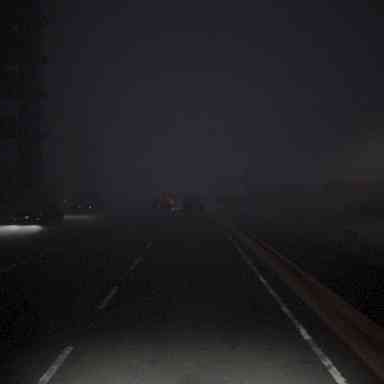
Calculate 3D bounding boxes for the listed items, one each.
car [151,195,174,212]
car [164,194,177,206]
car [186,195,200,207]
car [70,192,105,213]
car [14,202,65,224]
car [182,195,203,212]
[{"bbox_3d":[-3.314,1.342,35.970,1.994,1.385,4.181,0,0,0],"label":"car"},{"bbox_3d":[-3.358,1.057,47.680,2.097,1.767,4.553,0,0,1],"label":"car"},{"bbox_3d":[0.136,1.218,47.012,1.837,1.490,4.892,0,1,1],"label":"car"},{"bbox_3d":[-10.473,1.010,33.783,2.150,2.045,5.566,0,0,0],"label":"car"},{"bbox_3d":[-10.528,1.418,23.198,1.994,1.385,4.181,0,0,1],"label":"car"},{"bbox_3d":[0.083,1.138,34.717,2.097,1.767,4.553,0,0,0],"label":"car"}]
